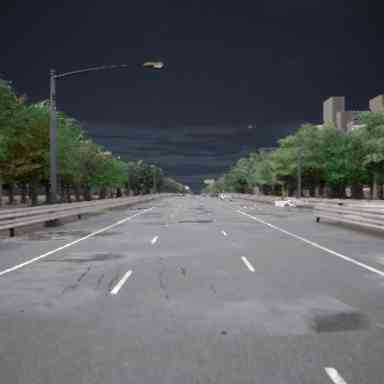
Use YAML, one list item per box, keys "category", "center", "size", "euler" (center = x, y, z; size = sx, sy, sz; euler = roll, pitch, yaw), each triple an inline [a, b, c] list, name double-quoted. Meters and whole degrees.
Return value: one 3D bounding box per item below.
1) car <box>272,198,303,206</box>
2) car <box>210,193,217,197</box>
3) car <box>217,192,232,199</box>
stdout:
- category: "car"
  center: [10.921, 1.270, 38.074]
  size: [1.812, 1.442, 4.674]
  euler: [0, 0, -16]
- category: "car"
  center: [7.018, 0.997, 95.135]
  size: [1.812, 1.442, 4.674]
  euler: [0, 0, 0]
- category: "car"
  center: [6.984, 0.779, 68.091]
  size: [2.150, 2.045, 5.566]
  euler: [0, 0, 0]
